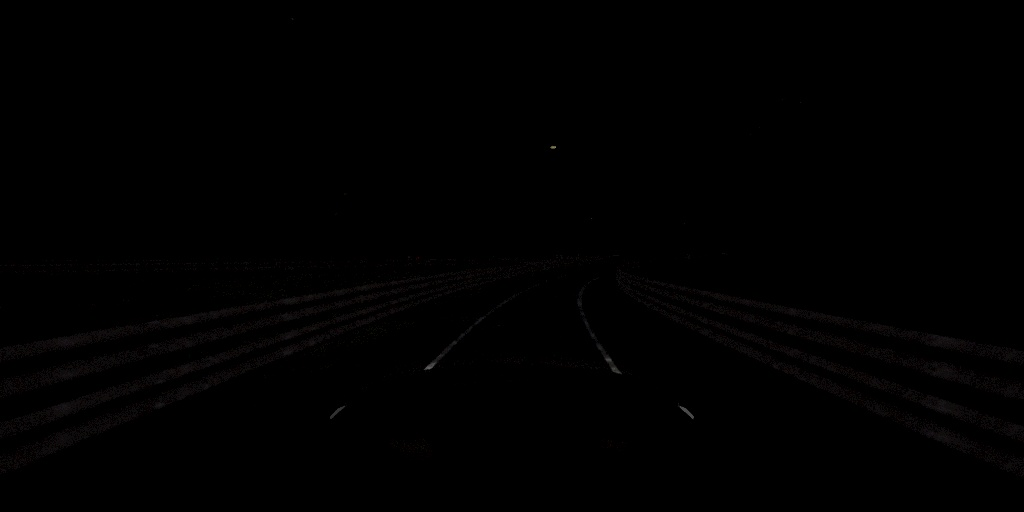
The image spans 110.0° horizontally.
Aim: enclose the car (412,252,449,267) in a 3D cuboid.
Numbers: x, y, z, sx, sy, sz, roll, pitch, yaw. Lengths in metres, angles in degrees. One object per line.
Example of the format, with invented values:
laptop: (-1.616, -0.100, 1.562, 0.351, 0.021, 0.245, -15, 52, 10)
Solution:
car: (-12.266, 0.463, 54.033, 5.566, 2.045, 2.150, -1, 1, -37)
